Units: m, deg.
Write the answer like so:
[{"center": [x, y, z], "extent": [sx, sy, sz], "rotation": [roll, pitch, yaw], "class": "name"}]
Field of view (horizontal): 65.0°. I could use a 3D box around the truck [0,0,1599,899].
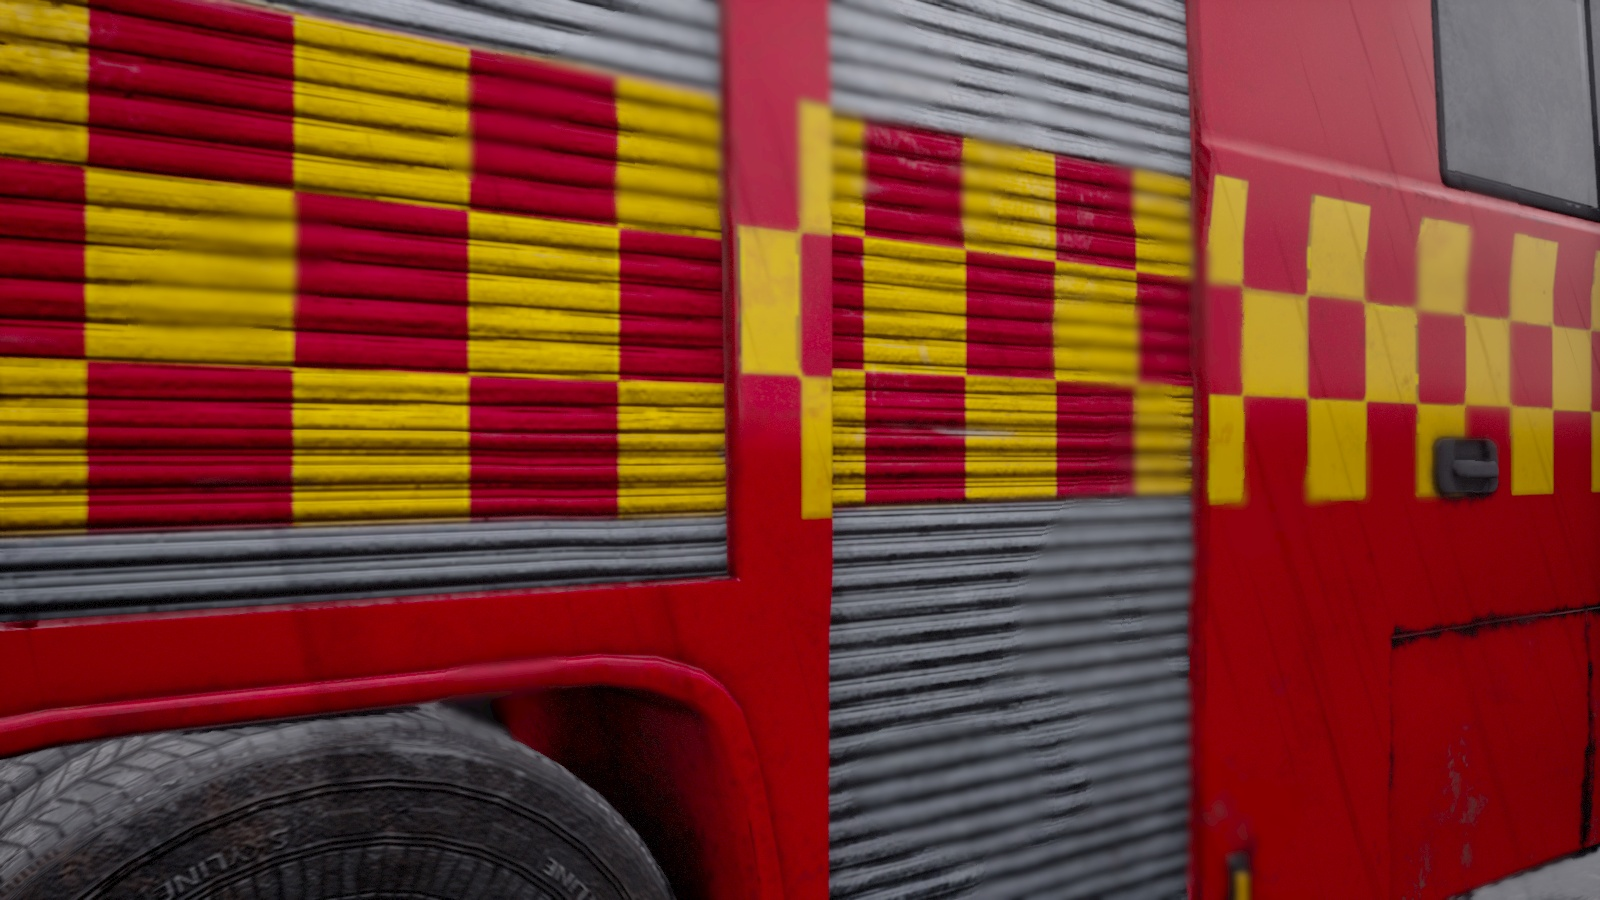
[{"center": [0.834, -0.411, 4.243], "extent": [8.468, 3.827, 2.891], "rotation": [0, 0, -35], "class": "truck"}]
